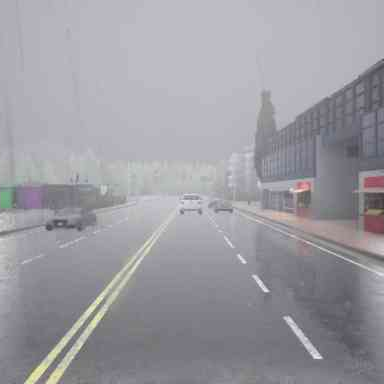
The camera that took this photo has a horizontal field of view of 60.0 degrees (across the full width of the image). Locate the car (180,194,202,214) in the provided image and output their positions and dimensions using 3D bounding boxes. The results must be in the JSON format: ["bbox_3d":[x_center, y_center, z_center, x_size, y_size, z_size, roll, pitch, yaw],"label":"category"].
[{"bbox_3d":[-0.086,1.221,34.877,2.150,2.045,5.566,0,0,0],"label":"car"}]

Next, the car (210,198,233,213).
[{"bbox_3d":[3.380,1.547,36.629,2.033,1.411,5.357,0,0,0],"label":"car"}]

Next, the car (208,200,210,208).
[{"bbox_3d":[3.299,1.526,46.806,1.812,1.442,4.674,0,0,0],"label":"car"}]

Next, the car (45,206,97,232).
[{"bbox_3d":[-7.178,1.564,20.118,1.994,1.385,4.181,0,0,0],"label":"car"}]
